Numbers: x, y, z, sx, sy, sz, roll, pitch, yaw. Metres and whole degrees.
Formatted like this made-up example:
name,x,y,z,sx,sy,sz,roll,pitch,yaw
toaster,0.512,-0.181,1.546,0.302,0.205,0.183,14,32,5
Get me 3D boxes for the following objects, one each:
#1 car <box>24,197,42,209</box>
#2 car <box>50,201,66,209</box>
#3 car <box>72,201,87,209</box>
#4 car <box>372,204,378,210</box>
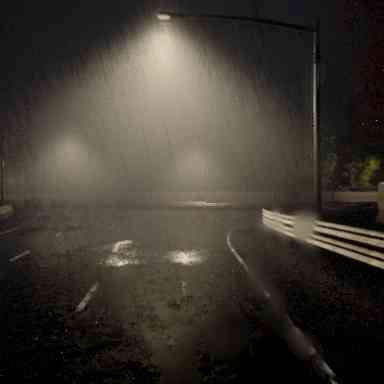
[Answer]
name,x,y,z,sx,sy,sz,roll,pitch,yaw
car,-29.767,2.062,62.155,2.150,2.045,5.566,1,-2,-38
car,-24.504,2.331,60.839,1.837,1.490,4.892,1,-1,-36
car,-20.881,2.361,61.777,1.812,1.442,4.674,1,-1,-35
car,31.840,2.296,54.961,4.718,1.301,1.895,0,-1,-23
